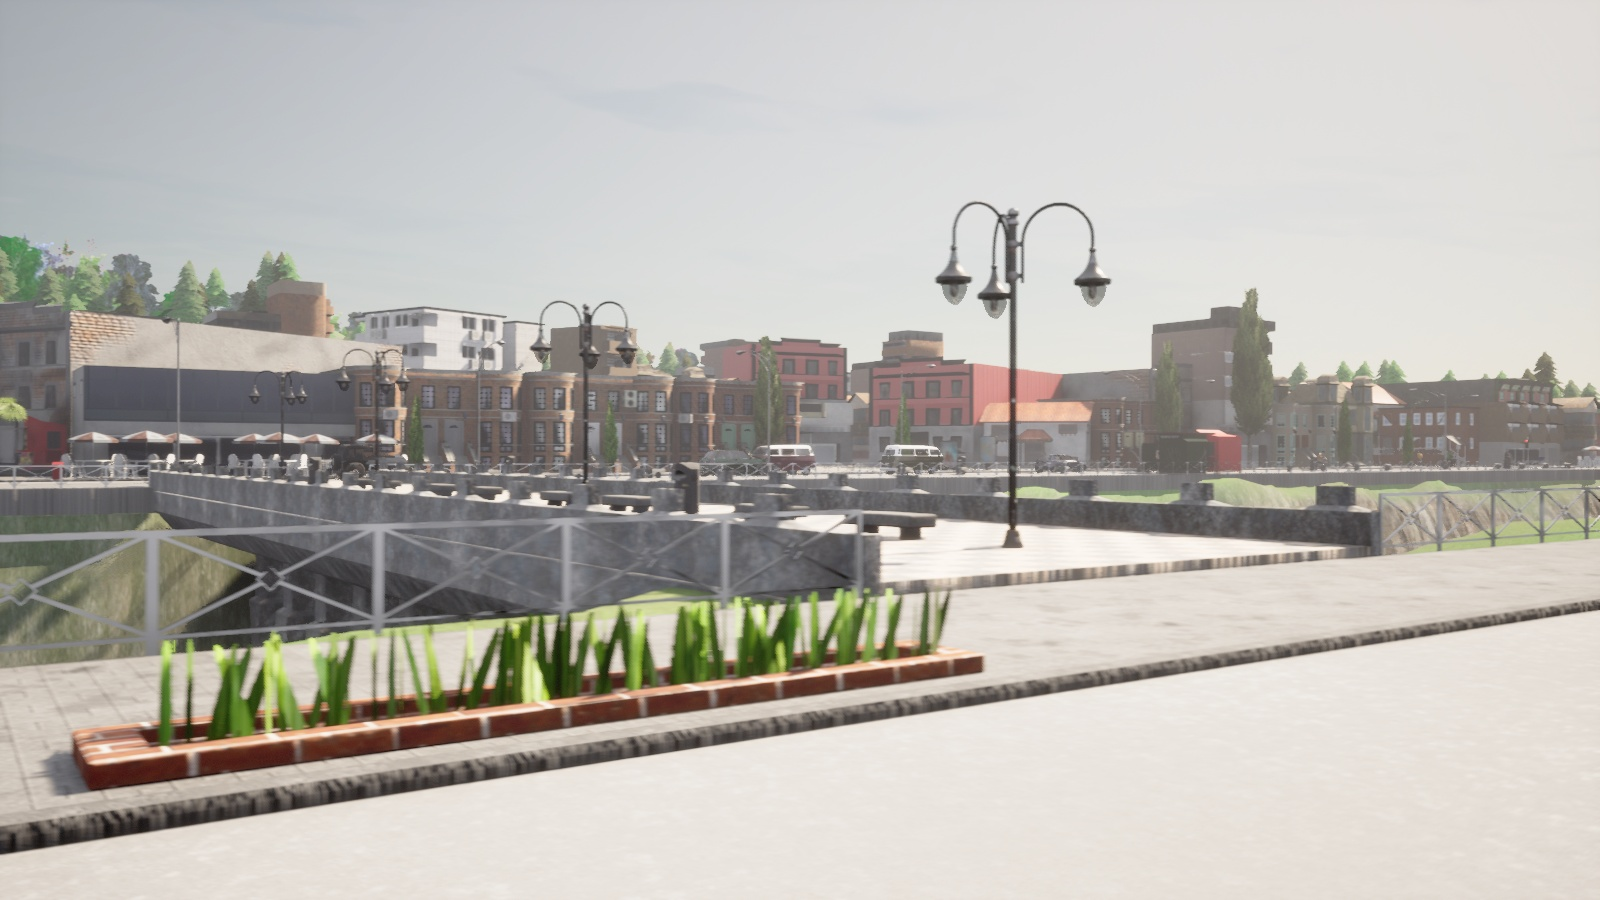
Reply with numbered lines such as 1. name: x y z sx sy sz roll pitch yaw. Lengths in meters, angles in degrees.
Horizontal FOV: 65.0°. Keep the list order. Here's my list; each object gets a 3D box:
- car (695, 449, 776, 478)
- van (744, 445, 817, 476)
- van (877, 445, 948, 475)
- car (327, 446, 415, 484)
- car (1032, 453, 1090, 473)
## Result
1. car: -3.927 0.800 76.696 4.553 1.767 2.097 0 0 -35
2. van: -1.275 0.675 83.416 4.480 2.038 2.069 0 0 -35
3. van: 7.625 0.660 84.741 4.480 2.038 2.069 0 0 -35
4. car: -21.903 0.744 64.176 3.866 1.878 1.905 0 0 -35
5. car: 19.352 0.945 92.908 4.193 1.474 1.816 0 0 -35
